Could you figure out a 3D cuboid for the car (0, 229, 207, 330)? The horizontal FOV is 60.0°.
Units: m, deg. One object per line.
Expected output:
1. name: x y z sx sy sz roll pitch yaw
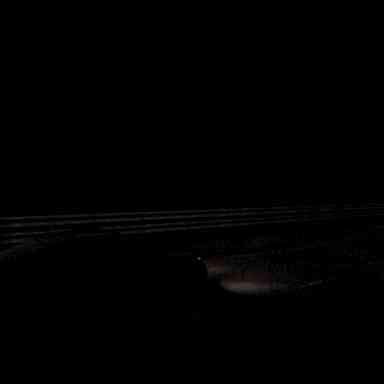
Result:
1. car: -1.859 1.487 6.783 4.674 1.442 1.812 0 0 -35
